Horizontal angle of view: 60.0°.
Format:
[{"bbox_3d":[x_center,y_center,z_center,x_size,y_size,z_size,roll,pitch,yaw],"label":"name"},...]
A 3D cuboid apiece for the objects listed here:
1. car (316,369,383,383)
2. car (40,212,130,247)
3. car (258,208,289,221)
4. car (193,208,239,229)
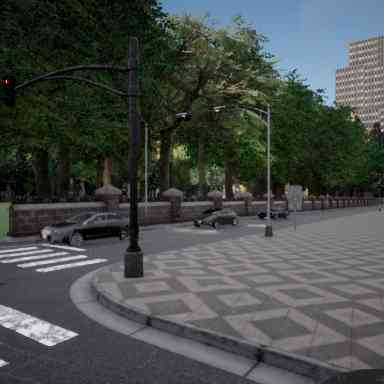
[{"bbox_3d":[2.508,1.551,1.174,4.403,1.369,2.008,0,0,36],"label":"car"},{"bbox_3d":[-4.938,1.741,16.544,2.128,1.511,4.902,0,-1,39],"label":"car"},{"bbox_3d":[8.755,2.334,35.577,1.895,1.301,4.718,0,-1,35],"label":"car"},{"bbox_3d":[1.946,1.993,25.940,1.837,1.490,4.892,0,-2,35],"label":"car"}]
